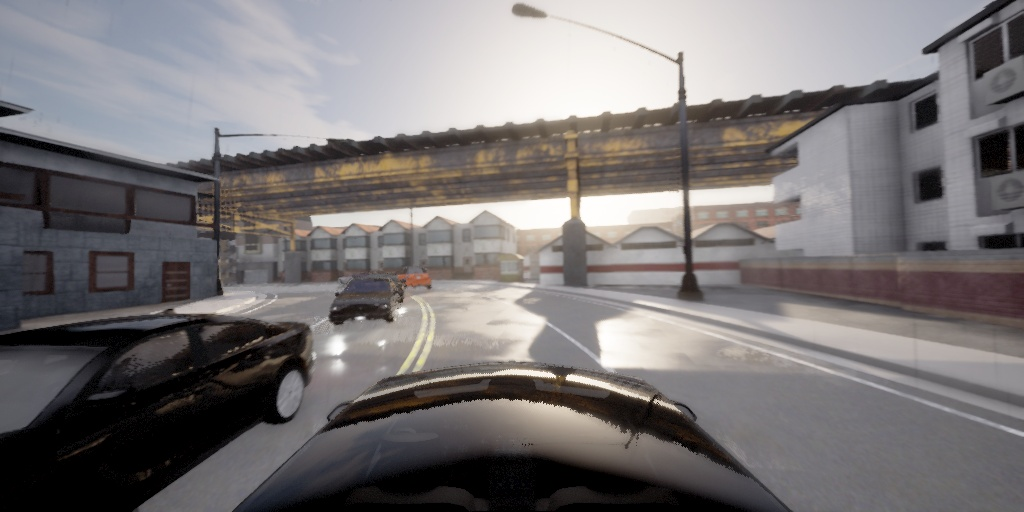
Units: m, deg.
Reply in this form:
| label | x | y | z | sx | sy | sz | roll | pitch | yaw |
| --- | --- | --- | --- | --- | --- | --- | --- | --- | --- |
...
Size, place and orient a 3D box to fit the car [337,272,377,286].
| label | x | y | z | sx | sy | sz | roll | pitch | yaw |
| --- | --- | --- | --- | --- | --- | --- | --- | --- | --- |
| car | -16.087 | 2.421 | 37.098 | 4.718 | 1.301 | 1.895 | -4 | -3 | 41 |

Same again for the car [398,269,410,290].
| label | x | y | z | sx | sy | sz | roll | pitch | yaw |
| --- | --- | --- | --- | --- | --- | --- | --- | --- | --- |
| car | -6.557 | 1.577 | 18.193 | 1.837 | 1.490 | 4.892 | -1 | -2 | -22 |

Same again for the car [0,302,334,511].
| label | x | y | z | sx | sy | sz | roll | pitch | yaw |
| --- | --- | --- | --- | --- | --- | --- | --- | --- | --- |
| car | -3.688 | 1.325 | 3.078 | 1.882 | 1.535 | 5.008 | -1 | 0 | -2 |

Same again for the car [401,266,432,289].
| label | x | y | z | sx | sy | sz | roll | pitch | yaw |
| --- | --- | --- | --- | --- | --- | --- | --- | --- | --- |
| car | -7.907 | 1.639 | 27.706 | 2.097 | 1.767 | 4.553 | 0 | -2 | -33 |

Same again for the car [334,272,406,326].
| label | x | y | z | sx | sy | sz | roll | pitch | yaw |
| --- | --- | --- | --- | --- | --- | --- | --- | --- | --- |
| car | -5.128 | 1.496 | 13.113 | 2.033 | 1.411 | 5.357 | -1 | -1 | -15 |
